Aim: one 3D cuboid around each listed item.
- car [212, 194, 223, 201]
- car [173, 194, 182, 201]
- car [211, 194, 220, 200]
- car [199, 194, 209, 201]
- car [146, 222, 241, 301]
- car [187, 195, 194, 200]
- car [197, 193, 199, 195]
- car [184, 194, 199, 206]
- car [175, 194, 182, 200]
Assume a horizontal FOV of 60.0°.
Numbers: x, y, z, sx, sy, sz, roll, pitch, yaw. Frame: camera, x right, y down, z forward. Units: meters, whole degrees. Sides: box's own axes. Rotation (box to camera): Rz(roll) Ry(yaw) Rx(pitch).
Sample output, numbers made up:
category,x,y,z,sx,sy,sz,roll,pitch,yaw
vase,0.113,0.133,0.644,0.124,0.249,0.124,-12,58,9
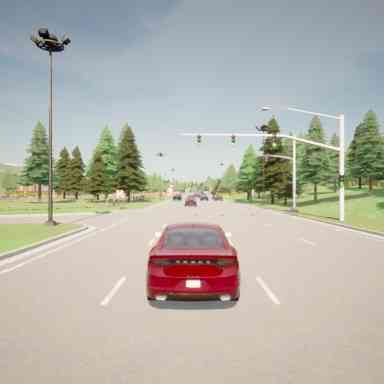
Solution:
category,x,y,z,sx,sy,sz,roll,pitch,yaw
car,6.693,1.516,83.618,2.128,1.511,4.902,0,0,0
car,-3.807,1.469,83.579,1.882,1.535,5.008,0,0,0
car,6.654,1.372,94.038,2.033,1.411,5.357,0,0,0
car,3.191,1.516,84.022,1.812,1.442,4.674,0,0,0
car,0.032,1.478,8.377,1.882,1.535,5.008,0,0,0
car,-0.346,1.427,94.042,1.895,1.301,4.718,0,0,0
car,3.154,1.357,94.025,2.128,1.511,4.902,0,0,0
car,-0.194,1.525,52.979,1.812,1.442,4.674,0,0,0
car,-3.846,1.310,93.999,1.882,1.535,5.008,0,0,0
